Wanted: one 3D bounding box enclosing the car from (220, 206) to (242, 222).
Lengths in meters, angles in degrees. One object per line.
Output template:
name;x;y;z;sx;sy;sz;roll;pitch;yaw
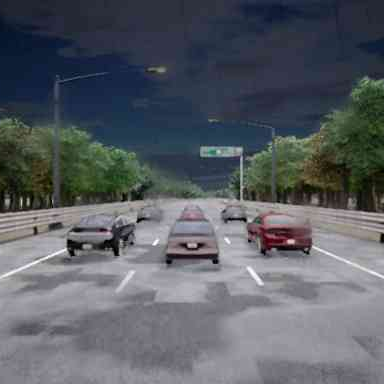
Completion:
car;3.541;1.869;28.536;1.994;1.385;4.181;0;-1;1

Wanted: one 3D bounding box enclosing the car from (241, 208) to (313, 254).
car;3.538;1.626;14.258;1.882;1.535;5.008;0;0;1

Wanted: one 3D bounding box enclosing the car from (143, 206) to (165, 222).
car;-3.461;1.868;28.487;1.994;1.385;4.181;0;-1;1

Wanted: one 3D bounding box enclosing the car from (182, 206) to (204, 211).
car;0.045;1.868;28.472;1.994;1.385;4.181;0;-1;0

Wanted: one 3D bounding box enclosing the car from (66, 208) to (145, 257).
car;-3.469;1.633;13.510;2.128;1.511;4.902;0;0;0

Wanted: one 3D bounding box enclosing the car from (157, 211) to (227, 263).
car;0.020;1.678;12.525;2.033;1.411;5.357;0;-1;0
